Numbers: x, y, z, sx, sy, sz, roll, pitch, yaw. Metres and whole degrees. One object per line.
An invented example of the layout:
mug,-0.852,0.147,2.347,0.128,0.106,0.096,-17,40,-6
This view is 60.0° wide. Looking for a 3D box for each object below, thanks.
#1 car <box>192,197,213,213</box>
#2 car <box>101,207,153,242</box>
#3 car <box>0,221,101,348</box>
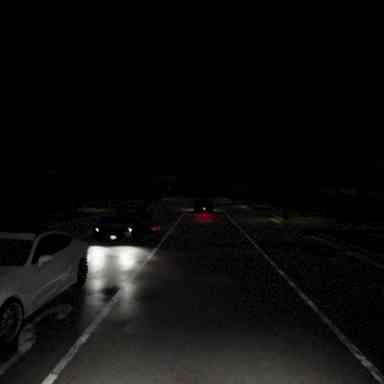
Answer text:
car,1.118,1.326,33.728,1.837,1.490,4.892,1,0,-1
car,-3.071,1.426,16.026,2.033,1.411,5.357,1,0,2
car,-3.402,1.455,6.311,1.812,1.442,4.674,1,0,2
